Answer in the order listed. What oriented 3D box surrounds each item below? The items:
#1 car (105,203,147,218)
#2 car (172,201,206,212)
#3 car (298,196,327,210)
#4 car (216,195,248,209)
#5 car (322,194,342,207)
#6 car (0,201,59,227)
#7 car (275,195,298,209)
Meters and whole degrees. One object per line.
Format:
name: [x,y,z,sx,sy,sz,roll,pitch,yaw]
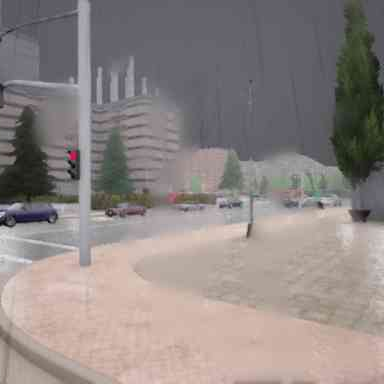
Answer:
car: [-6.333,1.713,32.212,1.994,1.385,4.181,0,0,36]
car: [-0.360,1.750,40.405,1.895,1.301,4.718,0,0,36]
car: [16.544,1.645,45.470,1.994,1.385,4.181,0,0,36]
car: [5.789,1.653,48.795,1.837,1.490,4.892,0,0,37]
car: [22.388,1.302,53.506,2.150,2.045,5.566,0,0,36]
car: [-12.179,1.502,24.164,2.097,1.767,4.553,0,0,36]
car: [13.884,1.608,47.759,1.837,1.490,4.892,0,0,36]
